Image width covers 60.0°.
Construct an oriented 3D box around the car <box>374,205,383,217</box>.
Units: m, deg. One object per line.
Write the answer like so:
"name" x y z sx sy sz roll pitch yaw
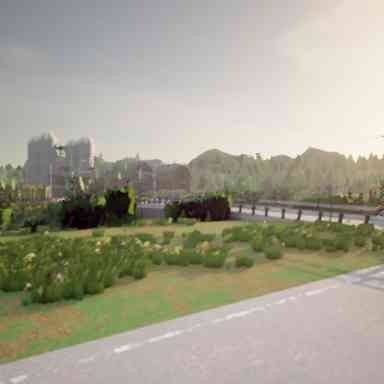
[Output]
"car" 15.183 1.181 22.995 2.097 1.767 4.553 0 1 -30
